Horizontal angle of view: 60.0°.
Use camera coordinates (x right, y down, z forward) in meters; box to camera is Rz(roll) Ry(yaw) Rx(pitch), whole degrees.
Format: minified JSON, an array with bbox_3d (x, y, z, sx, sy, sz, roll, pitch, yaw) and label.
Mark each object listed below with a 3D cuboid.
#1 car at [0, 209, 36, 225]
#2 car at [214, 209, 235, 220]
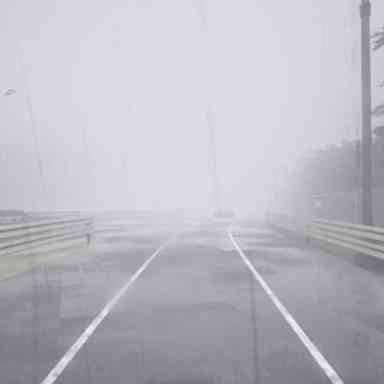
[{"bbox_3d":[-11.579,1.903,21.661,2.097,1.767,4.553,-2,-3,40],"label":"car"},{"bbox_3d":[4.668,3.119,47.514,2.128,1.511,4.902,-1,-2,24],"label":"car"}]
